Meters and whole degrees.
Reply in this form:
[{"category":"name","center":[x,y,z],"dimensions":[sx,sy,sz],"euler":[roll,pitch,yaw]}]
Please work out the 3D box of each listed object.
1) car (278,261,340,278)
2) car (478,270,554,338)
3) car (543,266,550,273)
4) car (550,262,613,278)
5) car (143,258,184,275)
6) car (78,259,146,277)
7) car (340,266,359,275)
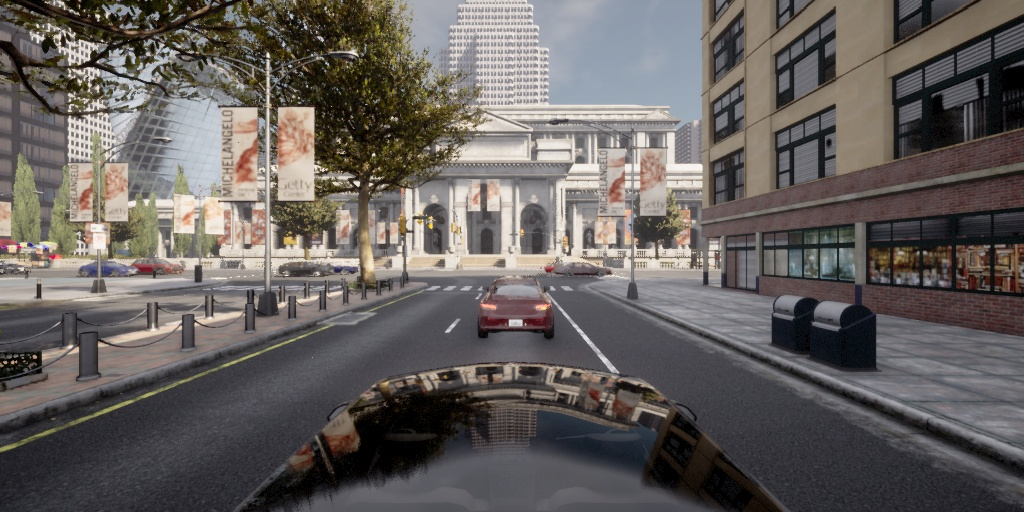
[{"category":"car","center":[-19.496,1.255,34.052],"dimensions":[4.892,1.490,1.837],"euler":[0,0,1]},{"category":"car","center":[0.118,1.276,10.021],"dimensions":[1.812,1.442,4.674],"euler":[0,0,1]},{"category":"car","center":[5.642,1.351,37.258],"dimensions":[4.718,1.301,1.895],"euler":[0,0,1]},{"category":"car","center":[6.626,1.297,33.747],"dimensions":[5.357,1.411,2.033],"euler":[0,0,1]},{"category":"car","center":[-37.379,1.103,37.745],"dimensions":[4.553,1.767,2.097],"euler":[0,0,0]},{"category":"car","center":[-38.495,1.276,34.259],"dimensions":[4.674,1.442,1.812],"euler":[0,0,0]},{"category":"car","center":[-18.604,1.351,37.542],"dimensions":[4.718,1.301,1.895],"euler":[0,0,1]}]
